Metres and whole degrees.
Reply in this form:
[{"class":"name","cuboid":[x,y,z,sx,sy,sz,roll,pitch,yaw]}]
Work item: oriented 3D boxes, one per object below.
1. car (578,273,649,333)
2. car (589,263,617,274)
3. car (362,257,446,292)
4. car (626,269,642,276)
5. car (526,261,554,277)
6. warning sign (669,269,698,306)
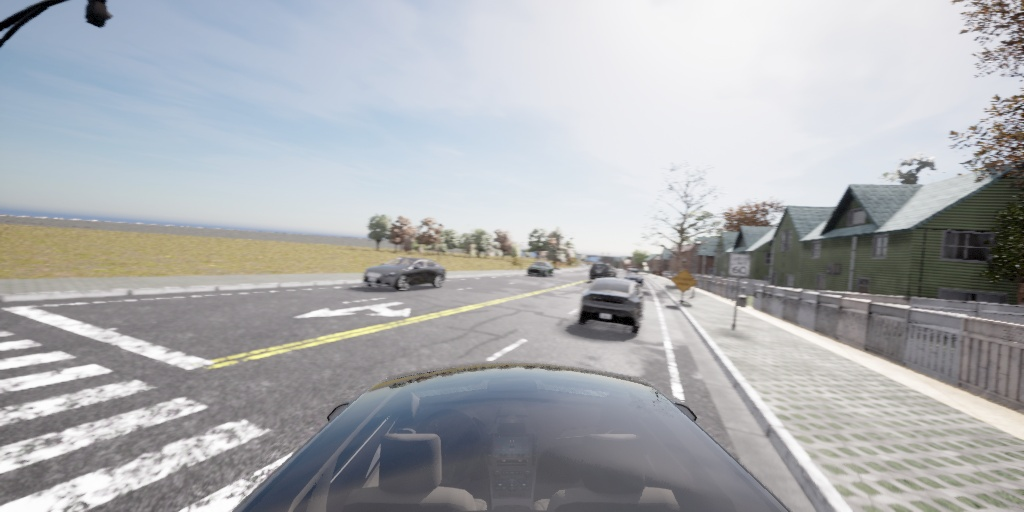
[{"class":"car","cuboid":[3.582,1.545,12.453,1.837,1.490,4.892,5,0,22]},{"class":"car","cuboid":[9.434,1.769,37.711,2.150,2.045,5.566,5,0,20]},{"class":"car","cuboid":[-5.038,0.802,17.483,2.128,1.511,4.902,5,0,21]},{"class":"car","cuboid":[13.080,2.456,38.383,1.895,1.301,4.718,5,0,20]},{"class":"car","cuboid":[3.194,1.374,39.819,2.097,1.767,4.553,5,0,20]},{"class":"warning sign","cuboid":[9.178,1.631,19.391,1.300,1.860,1.060,0,0,20]}]
